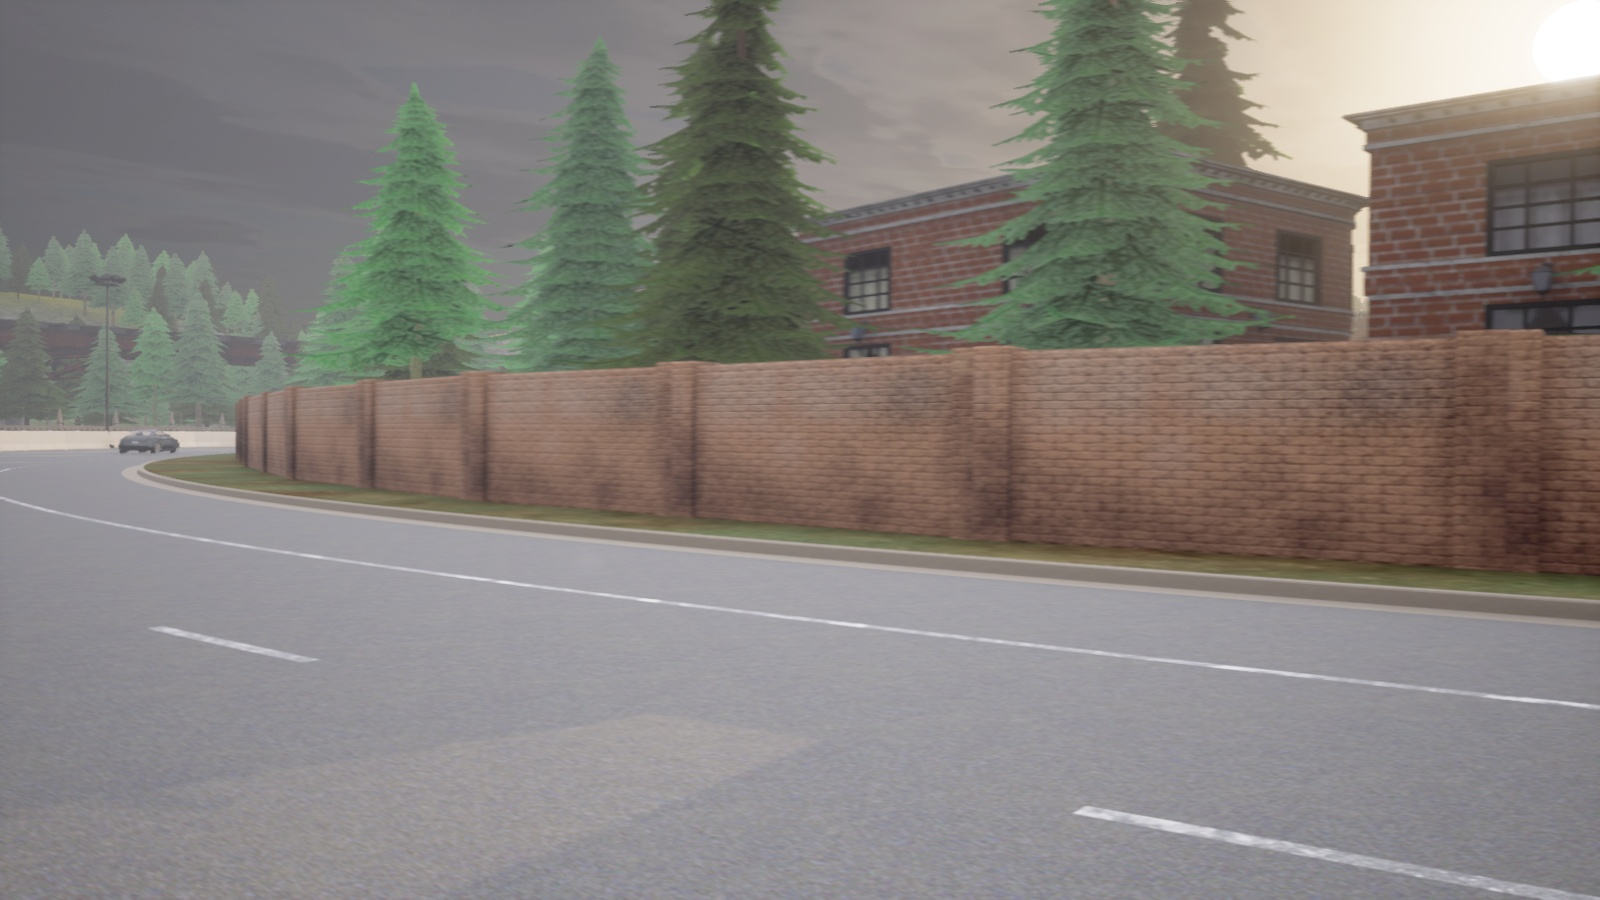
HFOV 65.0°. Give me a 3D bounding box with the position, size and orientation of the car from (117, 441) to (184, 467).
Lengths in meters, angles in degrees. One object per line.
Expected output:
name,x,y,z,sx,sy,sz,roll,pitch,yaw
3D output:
car,-36.550,0.192,70.765,1.994,1.385,4.181,-1,1,-6
